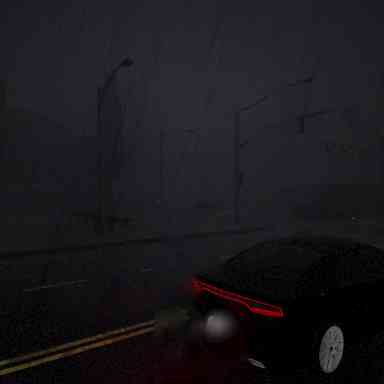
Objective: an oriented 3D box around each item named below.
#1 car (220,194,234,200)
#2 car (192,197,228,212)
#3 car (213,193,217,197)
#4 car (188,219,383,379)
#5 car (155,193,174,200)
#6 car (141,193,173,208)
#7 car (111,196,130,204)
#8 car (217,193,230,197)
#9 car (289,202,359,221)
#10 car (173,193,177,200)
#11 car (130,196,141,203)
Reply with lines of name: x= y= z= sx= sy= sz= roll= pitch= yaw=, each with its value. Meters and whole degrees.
car: x=10.003 y=1.395 z=95.066 sx=3.806 sy=1.475 sz=1.970 roll=0 pitch=0 yaw=-37
car: x=2.193 y=1.564 z=38.423 sx=1.994 sy=1.385 sz=4.181 roll=0 pitch=0 yaw=-35
car: x=6.059 y=1.156 z=71.098 sx=3.866 sy=1.878 sz=1.905 roll=0 pitch=0 yaw=-37
car: x=2.261 y=1.478 z=5.619 sx=5.008 sy=1.535 sz=1.882 roll=0 pitch=0 yaw=-37
car: x=-7.324 y=1.153 z=89.207 sx=4.605 sy=1.855 sz=1.932 roll=0 pitch=0 yaw=-37
car: x=-5.186 y=1.352 z=48.958 sx=2.097 sy=1.767 sz=4.553 roll=0 pitch=0 yaw=-35
car: x=-14.070 y=1.504 z=61.783 sx=2.128 sy=1.511 sz=4.902 roll=0 pitch=0 yaw=-35
car: x=7.773 y=1.395 z=68.764 sx=3.806 sy=1.475 sz=1.970 roll=0 pitch=0 yaw=-37
car: x=10.400 y=1.547 z=26.715 sx=2.033 sy=1.411 sz=5.357 roll=0 pitch=0 yaw=-35
car: x=-5.646 y=1.156 z=86.848 sx=3.866 sy=1.878 sz=1.905 roll=0 pitch=0 yaw=-37
car: x=-11.669 y=1.540 z=70.554 sx=2.033 sy=1.411 sz=5.357 roll=0 pitch=0 yaw=-35
